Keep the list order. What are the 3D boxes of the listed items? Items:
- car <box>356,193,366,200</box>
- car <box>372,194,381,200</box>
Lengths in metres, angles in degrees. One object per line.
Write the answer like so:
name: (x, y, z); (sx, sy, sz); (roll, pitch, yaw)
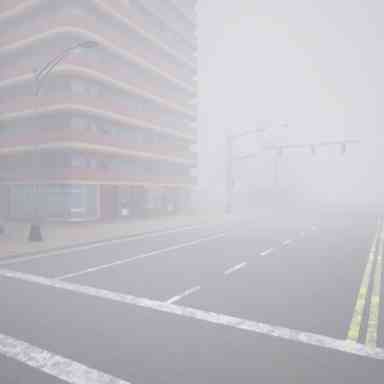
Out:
car: (42.008, 1.094, 82.714); (2.097, 1.767, 4.553); (0, 0, 30)
car: (45.012, 1.240, 80.919); (1.837, 1.490, 4.892); (0, 0, 30)
